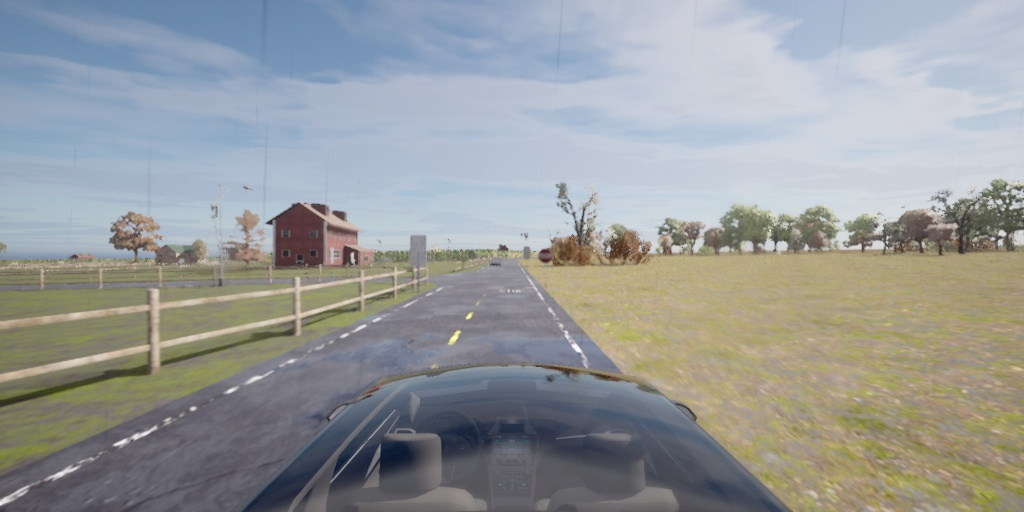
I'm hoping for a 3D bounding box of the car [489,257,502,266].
[{"bbox_3d":[-2.745,1.019,60.564,1.837,1.490,4.892,0,3,0],"label":"car"}]
